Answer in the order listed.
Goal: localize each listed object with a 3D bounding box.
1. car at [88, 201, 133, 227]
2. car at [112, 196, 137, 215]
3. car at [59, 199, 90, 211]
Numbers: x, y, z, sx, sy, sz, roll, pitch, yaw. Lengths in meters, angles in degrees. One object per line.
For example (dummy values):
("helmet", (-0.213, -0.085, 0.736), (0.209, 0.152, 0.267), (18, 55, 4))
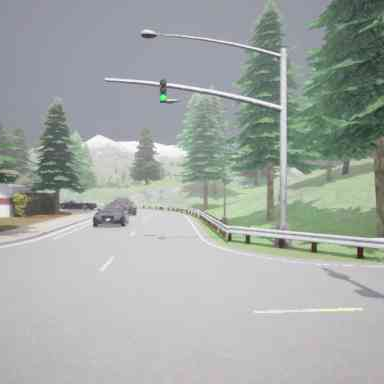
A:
("car", (-5.401, 1.526, 22.567), (1.994, 1.385, 4.181), (0, 0, -5))
("car", (-6.790, 1.300, 32.294), (2.097, 1.767, 4.553), (0, 0, -22))
("car", (-13.793, 1.541, 39.646), (4.718, 1.301, 1.895), (0, 0, 11))
